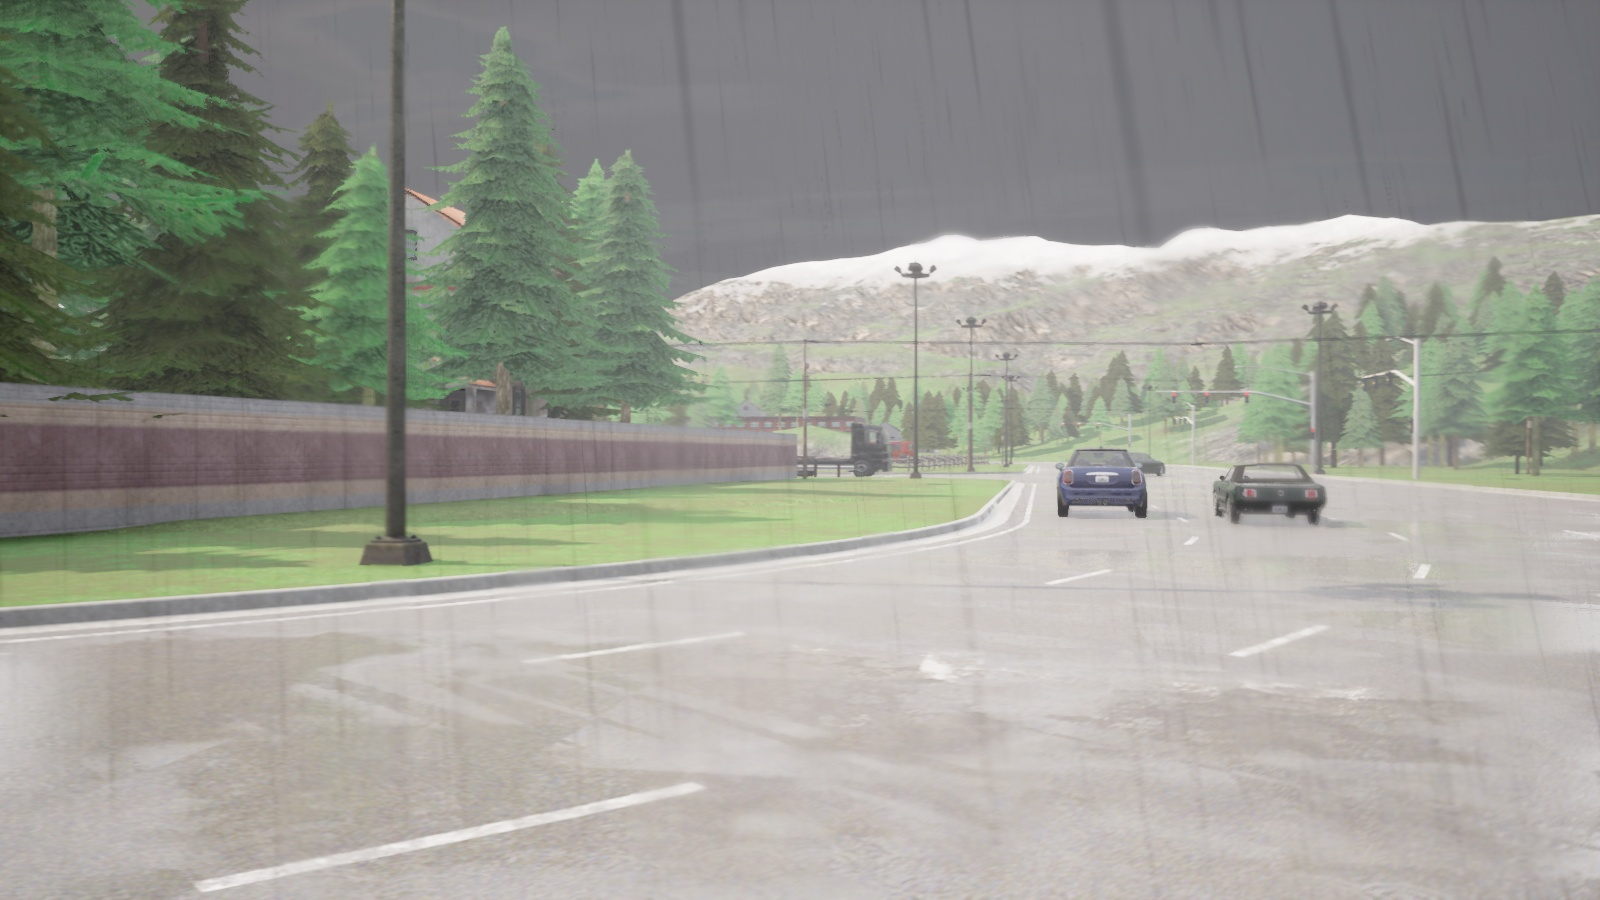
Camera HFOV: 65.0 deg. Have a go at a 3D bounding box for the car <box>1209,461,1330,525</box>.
[{"bbox_3d":[10.503,0.910,28.409,1.895,1.301,4.718,0,0,12],"label":"car"}]

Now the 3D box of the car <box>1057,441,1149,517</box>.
[{"bbox_3d":[7.562,0.686,31.680,2.097,1.767,4.553,0,0,12],"label":"car"}]

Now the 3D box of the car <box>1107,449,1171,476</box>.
[{"bbox_3d":[23.111,0.819,85.436,4.553,1.767,2.097,0,0,-43],"label":"car"}]

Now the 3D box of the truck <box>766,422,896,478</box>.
[{"bbox_3d":[1.999,0.018,80.025,7.936,3.462,2.891,0,0,11],"label":"truck"}]
